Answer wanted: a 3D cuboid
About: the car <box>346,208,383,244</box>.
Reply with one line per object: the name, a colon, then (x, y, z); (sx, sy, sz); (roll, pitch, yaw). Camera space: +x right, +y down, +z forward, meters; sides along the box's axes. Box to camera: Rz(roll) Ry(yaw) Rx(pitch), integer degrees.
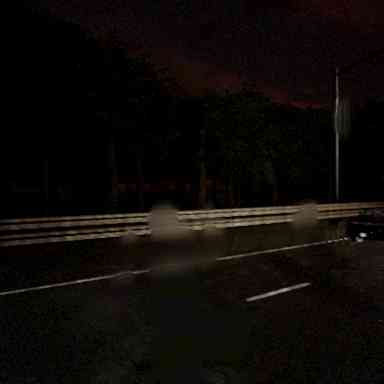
car: (8.548, 1.428, 14.225); (4.902, 1.511, 2.128); (0, 0, -36)
